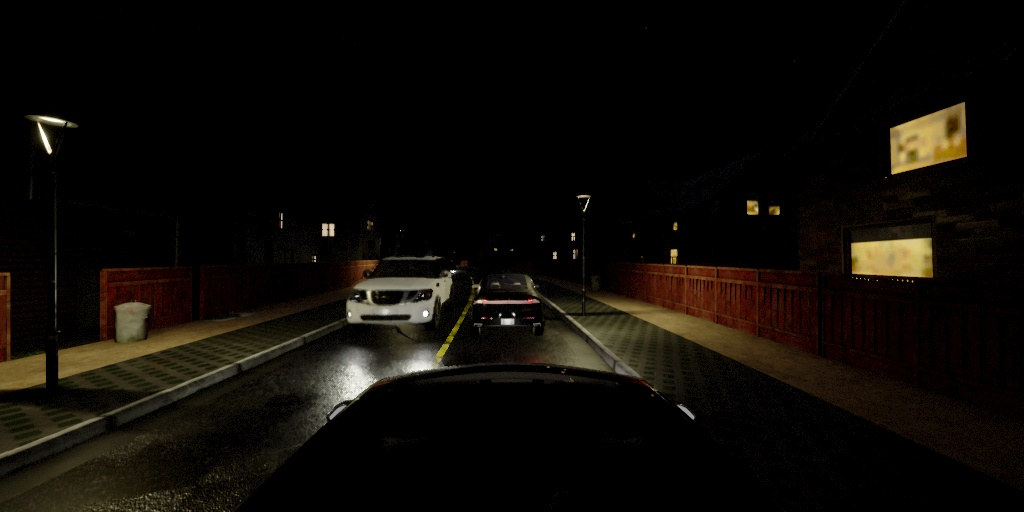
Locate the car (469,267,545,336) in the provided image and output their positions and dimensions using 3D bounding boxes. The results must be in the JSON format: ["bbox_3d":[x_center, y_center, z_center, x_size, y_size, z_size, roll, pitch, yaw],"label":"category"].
[{"bbox_3d":[-0.174,1.249,10.392,2.128,1.511,4.902,0,0,-2],"label":"car"}]

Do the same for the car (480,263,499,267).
[{"bbox_3d":[-1.953,1.327,30.567,1.837,1.490,4.892,0,0,-7],"label":"car"}]

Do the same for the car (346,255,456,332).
[{"bbox_3d":[-3.139,0.976,11.268,2.150,2.045,5.566,0,0,-3],"label":"car"}]
